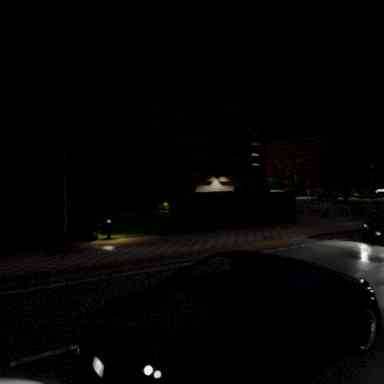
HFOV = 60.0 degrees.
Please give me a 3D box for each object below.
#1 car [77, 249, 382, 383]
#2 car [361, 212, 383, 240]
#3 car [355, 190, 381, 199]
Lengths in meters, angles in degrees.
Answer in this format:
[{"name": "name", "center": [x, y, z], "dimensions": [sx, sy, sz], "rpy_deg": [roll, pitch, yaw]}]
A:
[{"name": "car", "center": [0.690, 1.545, 4.470], "dimensions": [4.181, 1.385, 1.994], "rpy_deg": [0, 0, -35]}, {"name": "car", "center": [9.597, 1.422, 15.063], "dimensions": [4.674, 1.442, 1.812], "rpy_deg": [0, 0, -35]}, {"name": "car", "center": [40.241, 0.913, 76.016], "dimensions": [1.970, 1.475, 3.806], "rpy_deg": [0, 0, -36]}]
